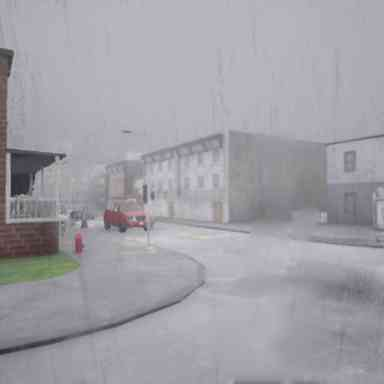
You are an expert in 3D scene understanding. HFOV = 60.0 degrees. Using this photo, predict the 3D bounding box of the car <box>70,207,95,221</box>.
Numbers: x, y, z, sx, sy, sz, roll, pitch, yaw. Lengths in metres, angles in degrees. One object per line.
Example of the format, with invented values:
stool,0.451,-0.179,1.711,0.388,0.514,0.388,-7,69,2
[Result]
car,-11.936,2.368,36.141,1.994,1.385,4.181,1,-1,-31

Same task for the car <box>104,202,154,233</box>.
car,-4.751,1.767,24.278,2.150,2.045,5.566,1,-1,-31
